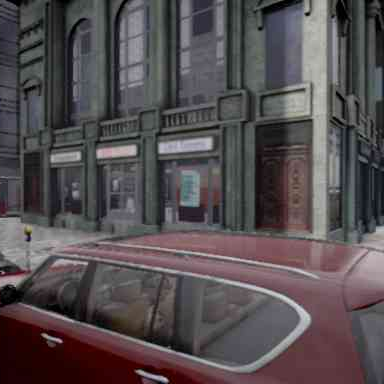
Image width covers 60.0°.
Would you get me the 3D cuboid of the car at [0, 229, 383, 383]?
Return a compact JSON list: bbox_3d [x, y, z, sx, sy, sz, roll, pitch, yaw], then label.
[{"bbox_3d":[-0.445,1.316,3.277,5.009,1.841,2.192,0,0,36],"label":"car"}]
